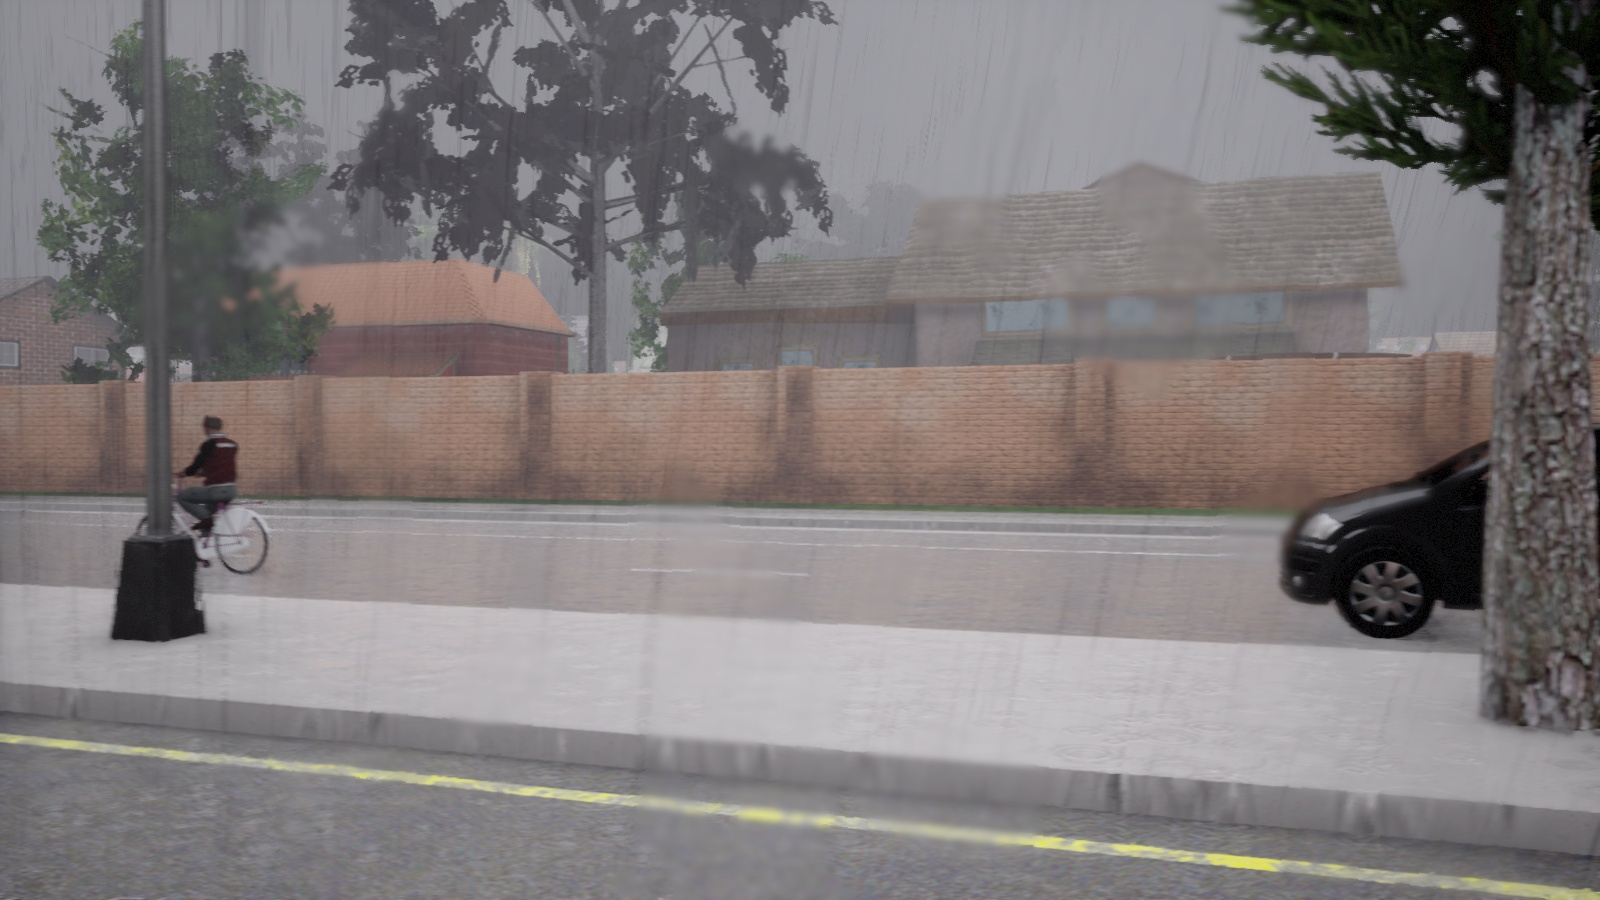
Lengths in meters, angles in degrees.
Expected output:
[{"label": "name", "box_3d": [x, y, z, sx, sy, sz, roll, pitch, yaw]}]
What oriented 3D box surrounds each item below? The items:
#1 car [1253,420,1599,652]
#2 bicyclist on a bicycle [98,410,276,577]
[{"label": "car", "box_3d": [5.660, 0.590, 9.727, 3.988, 1.617, 1.851, 1, 1, 19]}, {"label": "bicyclist on a bicycle", "box_3d": [-6.791, 0.449, 13.916, 1.843, 1.776, 0.659, 1, 1, 19]}]
